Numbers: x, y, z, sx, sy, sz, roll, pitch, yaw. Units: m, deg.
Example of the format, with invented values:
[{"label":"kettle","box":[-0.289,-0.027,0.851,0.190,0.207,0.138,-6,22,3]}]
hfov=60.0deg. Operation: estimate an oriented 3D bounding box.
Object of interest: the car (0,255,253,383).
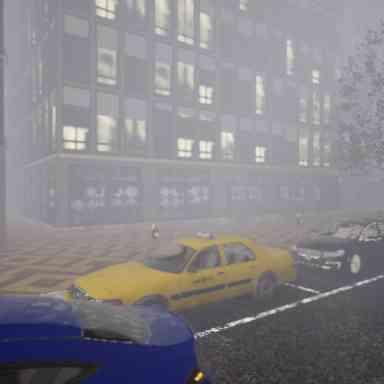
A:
[{"label":"car","box":[-1.970,1.529,1.972,4.674,1.442,1.812,0,0,-35]}]

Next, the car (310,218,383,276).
[{"label":"car","box":[4.829,1.484,10.000,4.403,1.369,2.008,0,1,-35]}]

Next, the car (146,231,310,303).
[{"label":"car","box":[0.055,1.499,6.595,4.829,1.417,1.752,0,0,-35]}]
